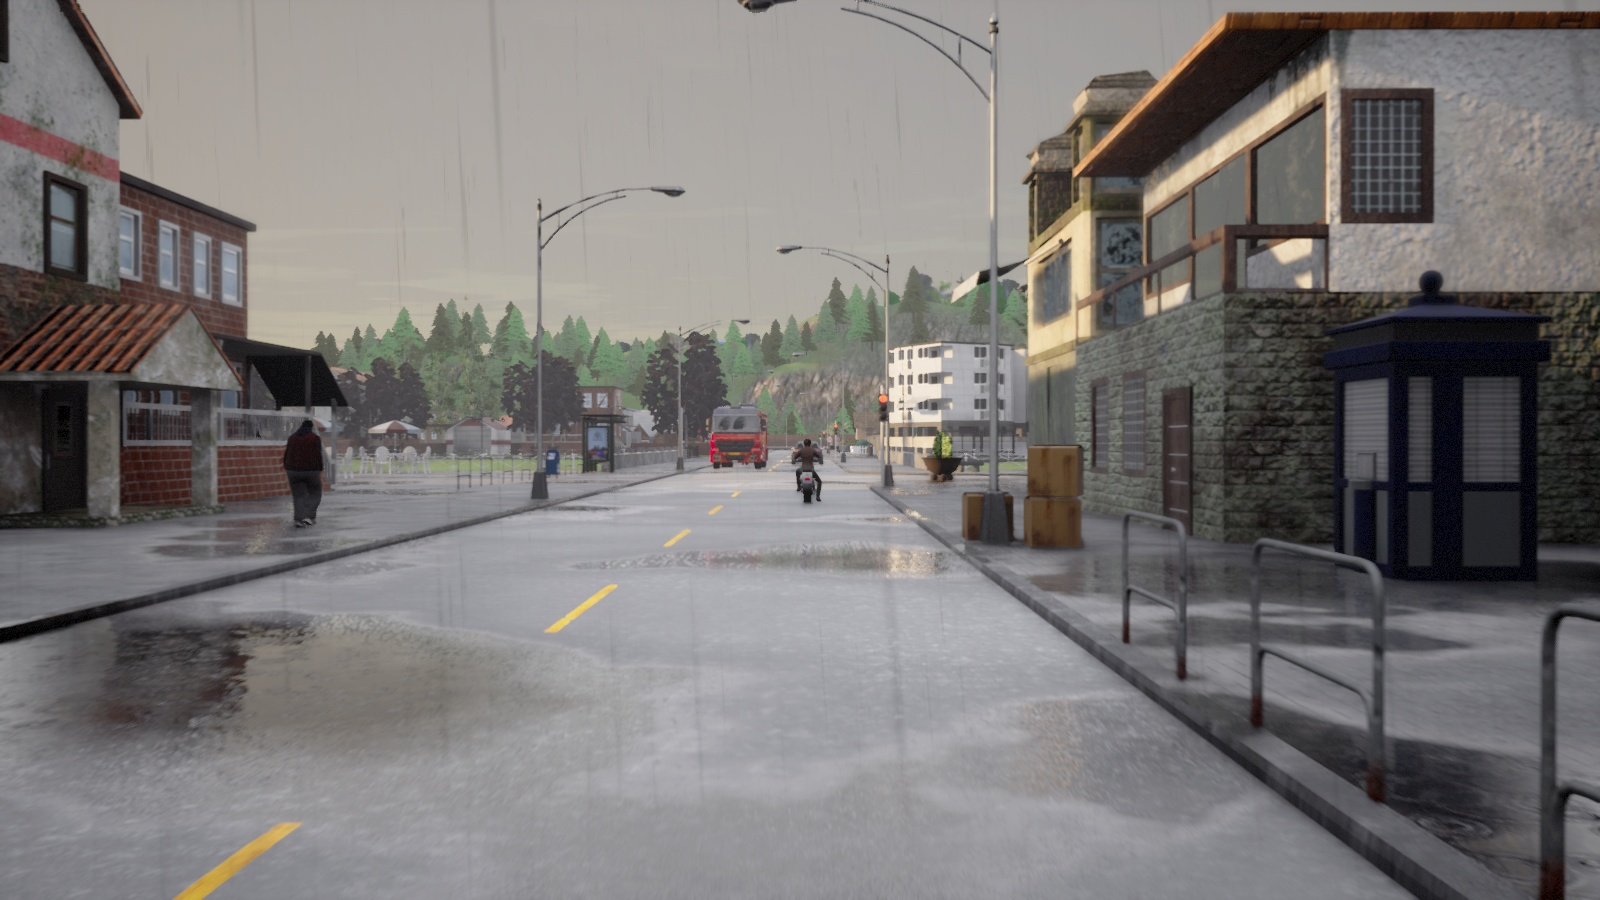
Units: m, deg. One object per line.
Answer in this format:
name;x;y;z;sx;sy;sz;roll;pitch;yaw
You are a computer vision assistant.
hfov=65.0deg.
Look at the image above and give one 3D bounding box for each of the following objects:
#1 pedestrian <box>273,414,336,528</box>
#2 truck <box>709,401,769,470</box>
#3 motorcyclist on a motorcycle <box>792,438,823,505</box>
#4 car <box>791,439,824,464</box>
pedestrian;-8.182;0.331;20.752;0.634;1.844;0.899;0;0;5
truck;-3.526;-0.839;74.195;2.891;3.827;8.468;0;0;2
motorcyclist on a motorcycle;0.191;0.518;31.731;0.766;1.649;2.350;0;0;1
car;0.509;0.101;86.995;2.242;1.667;4.611;0;0;0
